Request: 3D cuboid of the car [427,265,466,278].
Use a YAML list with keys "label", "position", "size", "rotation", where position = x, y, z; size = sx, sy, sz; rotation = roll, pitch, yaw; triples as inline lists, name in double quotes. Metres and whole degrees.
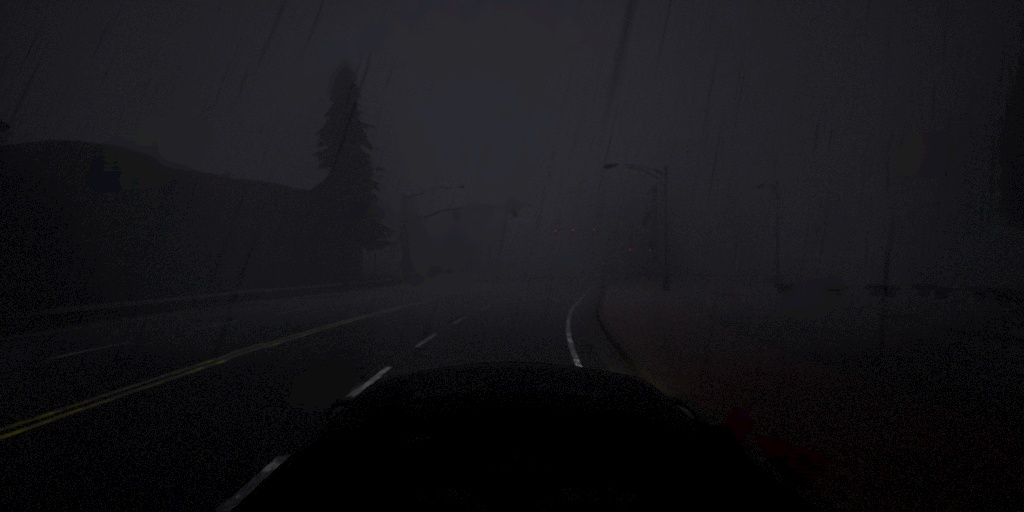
- label: "car"
  position: [-7.272, 1.713, 39.992]
  size: [4.181, 1.385, 1.994]
  rotation: [0, 0, 17]
